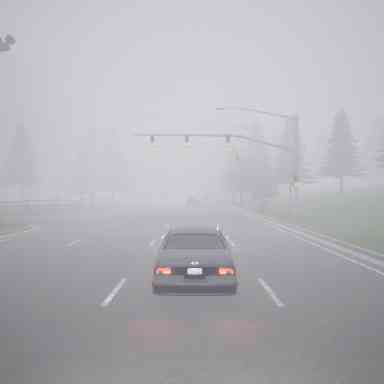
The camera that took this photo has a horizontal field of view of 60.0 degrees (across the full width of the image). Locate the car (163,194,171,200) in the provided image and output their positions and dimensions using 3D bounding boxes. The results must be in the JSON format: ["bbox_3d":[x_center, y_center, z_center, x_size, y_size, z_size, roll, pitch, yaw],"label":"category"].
[{"bbox_3d":[-6.944,1.385,93.918,1.994,1.385,4.181,0,0,0],"label":"car"}]

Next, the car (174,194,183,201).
[{"bbox_3d":[-3.450,1.517,83.913,1.812,1.442,4.674,0,0,0],"label":"car"}]

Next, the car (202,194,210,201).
[{"bbox_3d":[3.550,1.492,83.492,1.837,1.490,4.892,0,0,0],"label":"car"}]

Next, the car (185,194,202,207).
[{"bbox_3d":[0.029,1.352,52.851,2.097,1.767,4.553,0,0,0],"label":"car"}]

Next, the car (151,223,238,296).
[{"bbox_3d":[0.072,1.547,8.812,2.033,1.411,5.357,0,0,0],"label":"car"}]

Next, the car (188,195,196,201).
[{"bbox_3d":[0.050,1.531,83.494,2.033,1.411,5.357,0,0,0],"label":"car"}]

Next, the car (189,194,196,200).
[{"bbox_3d":[0.056,1.310,93.914,1.882,1.535,5.008,0,0,0],"label":"car"}]

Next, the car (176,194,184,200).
[{"bbox_3d":[-3.444,1.358,93.916,2.128,1.511,4.902,0,0,0],"label":"car"}]

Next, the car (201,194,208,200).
[{"bbox_3d":[3.556,1.310,93.912,1.882,1.535,5.008,0,0,0],"label":"car"}]

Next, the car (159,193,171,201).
[{"bbox_3d":[-6.950,1.217,83.528,2.150,2.045,5.566,0,0,0],"label":"car"}]
